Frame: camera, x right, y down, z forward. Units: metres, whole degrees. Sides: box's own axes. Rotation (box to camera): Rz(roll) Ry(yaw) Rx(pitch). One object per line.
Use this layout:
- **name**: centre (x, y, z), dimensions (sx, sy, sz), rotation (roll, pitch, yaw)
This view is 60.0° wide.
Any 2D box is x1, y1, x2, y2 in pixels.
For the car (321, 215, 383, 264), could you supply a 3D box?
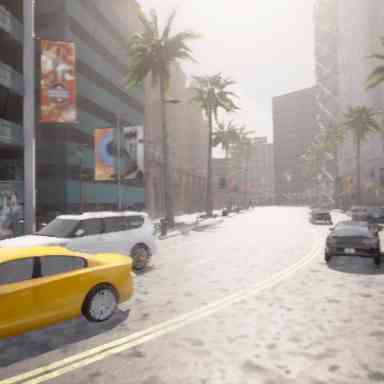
- **car**: centre (6.453, 1.863, 13.246), dimensions (1.812, 1.442, 4.674), rotation (-2, -2, 29)

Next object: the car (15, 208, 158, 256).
- **car**: centre (-3.561, 1.708, 10.937), dimensions (2.150, 2.045, 5.566), rotation (-3, -2, 39)

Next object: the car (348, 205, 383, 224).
- **car**: centre (15.368, 2.039, 28.864), dimensions (2.097, 1.767, 4.553), rotation (-2, -2, 15)

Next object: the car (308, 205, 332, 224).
- **car**: centre (13.169, 2.439, 34.340), dimensions (1.837, 1.490, 4.892), rotation (-2, -2, 14)

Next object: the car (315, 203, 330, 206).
- **car**: centre (29.571, 3.329, 74.149), dimensions (2.185, 1.767, 4.553), rotation (-2, -2, 14)

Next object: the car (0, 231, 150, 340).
- **car**: centre (-3.408, 1.788, 6.090), dimensions (1.882, 1.535, 5.008), rotation (-3, -3, 44)

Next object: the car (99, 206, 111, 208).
- **car**: centre (-13.074, 3.008, 46.567), dimensions (2.435, 2.045, 5.566), rotation (-2, -2, 14)
